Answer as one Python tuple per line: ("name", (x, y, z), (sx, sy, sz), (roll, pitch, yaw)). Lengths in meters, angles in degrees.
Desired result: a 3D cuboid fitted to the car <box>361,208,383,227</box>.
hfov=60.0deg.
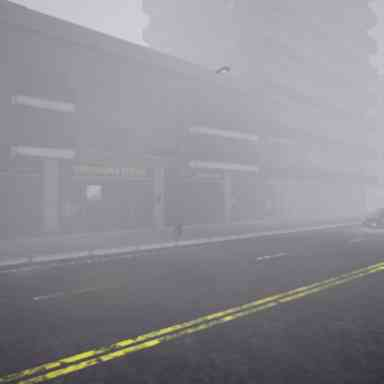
("car", (14.397, 1.850, 24.399), (5.357, 1.411, 2.033), (1, -1, -41))
